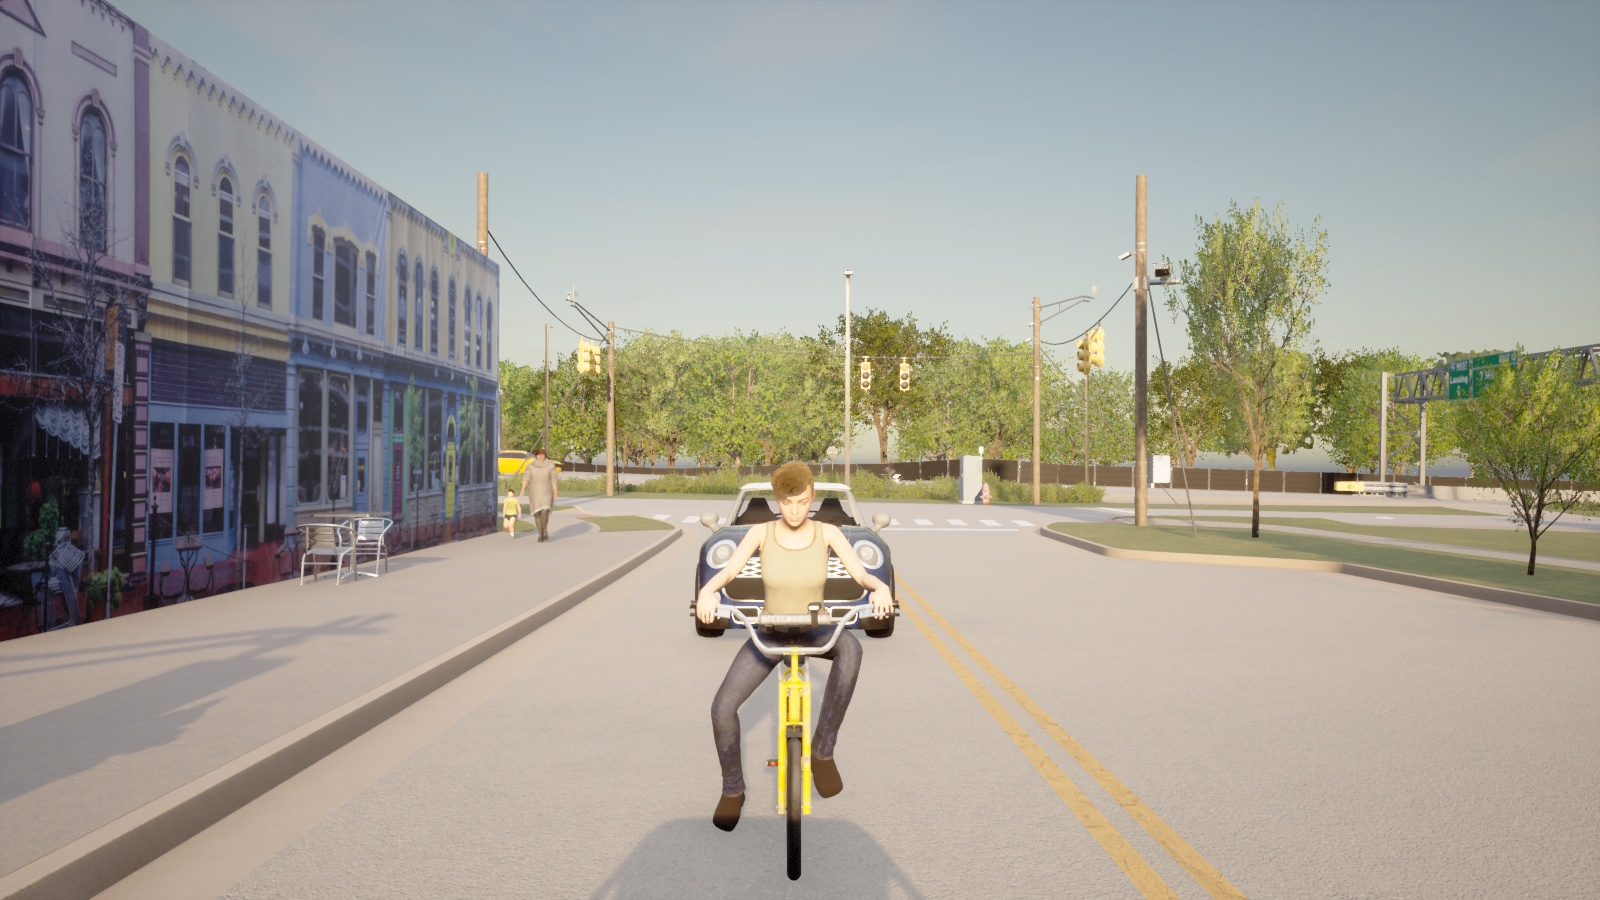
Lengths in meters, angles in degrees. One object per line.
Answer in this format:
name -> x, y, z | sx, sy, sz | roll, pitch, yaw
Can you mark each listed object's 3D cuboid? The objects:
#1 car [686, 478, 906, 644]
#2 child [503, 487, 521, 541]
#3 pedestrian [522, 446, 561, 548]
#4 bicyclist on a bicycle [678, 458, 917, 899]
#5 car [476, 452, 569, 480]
car -> -0.039, 1.037, 13.186 | 1.970, 1.475, 3.806 | 0, -1, 0
child -> -6.020, 1.335, 26.245 | 0.255, 1.110, 0.394 | 0, -1, 6
pedestrian -> -5.060, 0.906, 24.648 | 0.659, 1.952, 0.873 | 0, -1, -5
bicyclist on a bicycle -> -0.017, 0.853, 5.334 | 0.866, 1.612, 1.509 | 0, -1, -1
car -> -16.180, 0.921, 73.330 | 5.008, 1.535, 1.882 | 1, -1, 0
